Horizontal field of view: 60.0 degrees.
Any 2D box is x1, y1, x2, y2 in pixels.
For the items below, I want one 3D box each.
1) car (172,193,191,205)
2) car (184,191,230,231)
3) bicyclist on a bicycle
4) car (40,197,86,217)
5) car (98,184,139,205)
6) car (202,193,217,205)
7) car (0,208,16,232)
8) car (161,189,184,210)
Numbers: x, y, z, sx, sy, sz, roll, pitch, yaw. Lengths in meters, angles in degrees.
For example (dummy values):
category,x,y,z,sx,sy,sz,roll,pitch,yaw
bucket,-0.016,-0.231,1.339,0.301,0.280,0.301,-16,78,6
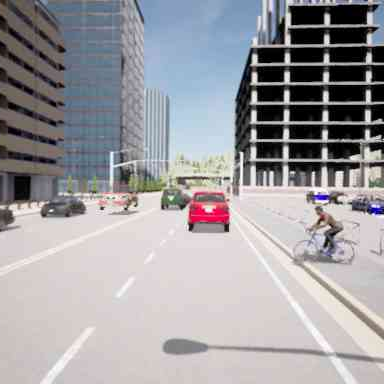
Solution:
category,x,y,z,sx,sy,sz,roll,pitch,yaw
car,-1.281,0.851,43.516,2.033,1.411,5.357,1,1,3
car,0.962,0.937,18.830,2.150,2.045,5.566,1,1,3
bicyclist on a bicycle,3.633,1.202,9.141,1.656,1.620,0.582,1,1,3
car,-9.429,1.065,24.601,1.994,1.385,4.181,1,1,4
car,-5.734,0.353,26.648,2.150,2.045,5.566,1,1,3
car,2.230,0.848,43.623,1.837,1.490,4.892,1,1,3
car,-9.964,1.199,14.528,2.033,1.411,5.357,1,1,3
car,-1.795,0.677,33.361,2.150,2.045,5.566,1,1,3
